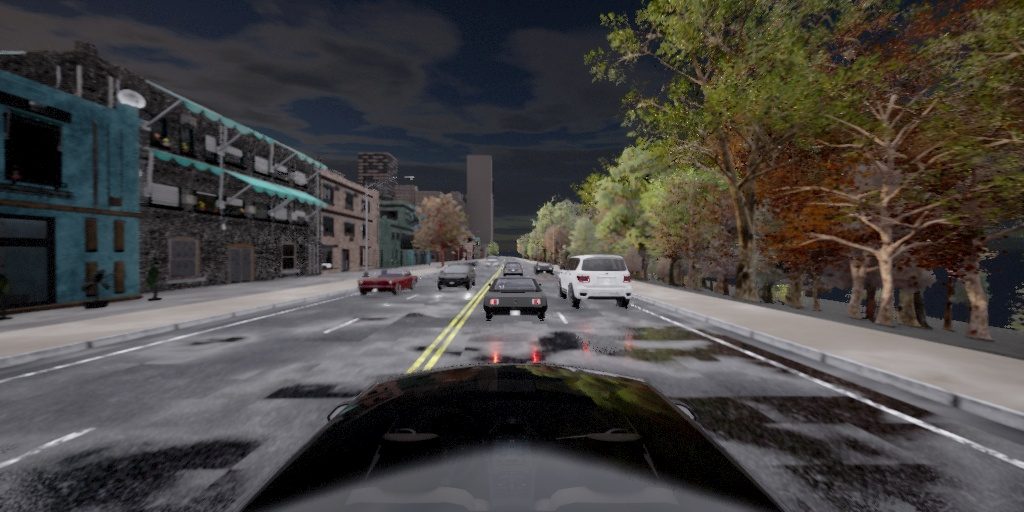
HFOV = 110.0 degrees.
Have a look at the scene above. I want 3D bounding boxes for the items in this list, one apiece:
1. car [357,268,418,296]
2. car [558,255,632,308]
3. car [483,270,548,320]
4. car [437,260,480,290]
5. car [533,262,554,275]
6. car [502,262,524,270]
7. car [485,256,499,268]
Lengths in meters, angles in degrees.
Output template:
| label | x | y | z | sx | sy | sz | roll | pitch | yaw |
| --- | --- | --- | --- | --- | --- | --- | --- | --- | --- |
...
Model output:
| label | x | y | z | sx | sy | sz | roll | pitch | yaw |
| --- | --- | --- | --- | --- | --- | --- | --- | --- | --- |
| car | -6.604 | 1.348 | 19.505 | 1.895 | 1.301 | 4.718 | 0 | 0 | 0 |
| car | 3.348 | 0.970 | 15.350 | 2.150 | 2.045 | 5.566 | 0 | 0 | 0 |
| car | 0.097 | 1.349 | 12.550 | 1.895 | 1.301 | 4.718 | 0 | 0 | 0 |
| car | -3.353 | 1.224 | 22.475 | 1.882 | 1.535 | 5.008 | 0 | 0 | 0 |
| car | 3.344 | 1.345 | 38.966 | 1.895 | 1.301 | 4.718 | 0 | 0 | 0 |
| car | 0.094 | 1.292 | 33.367 | 2.033 | 1.411 | 5.357 | 0 | 0 | 0 |
| car | -3.429 | 0.969 | 63.094 | 2.150 | 2.045 | 5.566 | 0 | 0 | 0 |
